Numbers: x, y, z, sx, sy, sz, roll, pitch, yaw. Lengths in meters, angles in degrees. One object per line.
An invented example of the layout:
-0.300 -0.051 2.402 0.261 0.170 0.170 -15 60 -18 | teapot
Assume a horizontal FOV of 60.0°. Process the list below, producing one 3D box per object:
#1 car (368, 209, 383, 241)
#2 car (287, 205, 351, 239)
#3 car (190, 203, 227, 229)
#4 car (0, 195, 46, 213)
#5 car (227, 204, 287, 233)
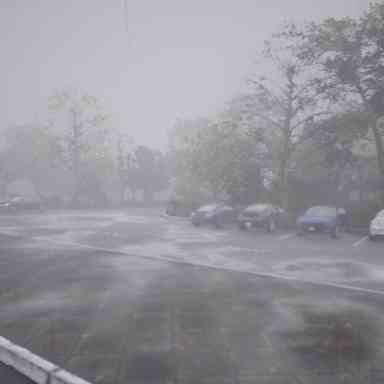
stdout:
9.580 1.490 15.705 2.002 1.452 4.674 0 0 36 | car
7.024 1.439 17.542 2.097 1.535 5.008 0 0 36 | car
1.691 1.458 21.344 2.002 1.452 4.674 0 0 36 | car
-18.086 1.212 35.524 2.185 1.767 4.553 0 0 35 | car
4.354 1.430 19.437 2.231 1.521 4.892 0 0 36 | car
